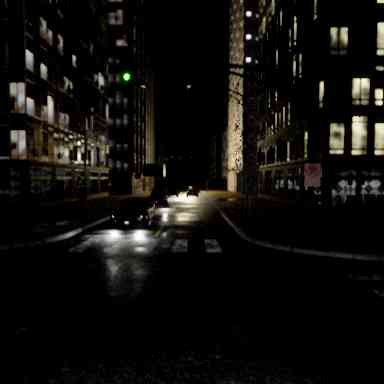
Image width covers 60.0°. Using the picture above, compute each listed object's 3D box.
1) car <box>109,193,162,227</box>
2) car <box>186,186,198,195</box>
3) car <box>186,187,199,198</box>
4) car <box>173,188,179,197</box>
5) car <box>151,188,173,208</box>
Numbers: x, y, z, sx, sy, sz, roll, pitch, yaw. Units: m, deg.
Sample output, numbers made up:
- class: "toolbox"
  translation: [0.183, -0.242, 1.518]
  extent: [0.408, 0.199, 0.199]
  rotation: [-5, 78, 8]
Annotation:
- class: "car"
  translation: [-3.081, 0.985, 18.348]
  extent: [2.033, 1.411, 5.357]
  rotation: [0, 2, 0]
- class: "car"
  translation: [0.055, -0.248, 59.712]
  extent: [2.128, 1.511, 4.902]
  rotation: [0, 2, 0]
- class: "car"
  translation: [0.045, 0.102, 49.300]
  extent: [2.033, 1.411, 5.357]
  rotation: [0, 2, 0]
- class: "car"
  translation: [-2.984, 0.108, 50.729]
  extent: [1.895, 1.301, 4.718]
  rotation: [0, 2, 1]
- class: "car"
  translation: [-3.064, 0.582, 30.835]
  extent: [1.837, 1.490, 4.892]
  rotation: [0, 1, 0]
